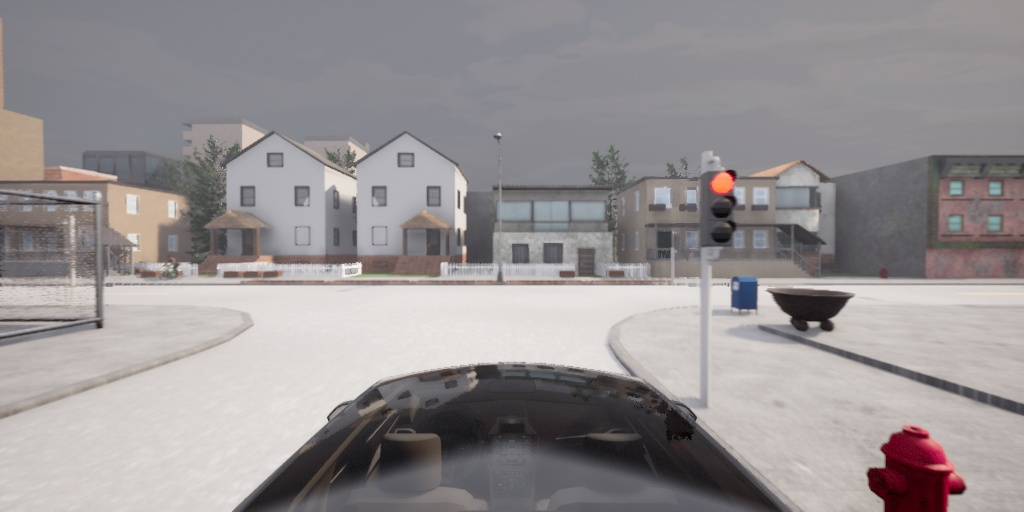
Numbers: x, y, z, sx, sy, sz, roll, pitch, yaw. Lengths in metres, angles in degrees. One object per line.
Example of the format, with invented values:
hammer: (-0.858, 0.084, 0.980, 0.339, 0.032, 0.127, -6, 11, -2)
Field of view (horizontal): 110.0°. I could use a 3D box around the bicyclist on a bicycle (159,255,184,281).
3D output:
bicyclist on a bicycle: (-21.876, 0.772, 23.050, 0.582, 1.620, 1.656, 0, 1, 0)
